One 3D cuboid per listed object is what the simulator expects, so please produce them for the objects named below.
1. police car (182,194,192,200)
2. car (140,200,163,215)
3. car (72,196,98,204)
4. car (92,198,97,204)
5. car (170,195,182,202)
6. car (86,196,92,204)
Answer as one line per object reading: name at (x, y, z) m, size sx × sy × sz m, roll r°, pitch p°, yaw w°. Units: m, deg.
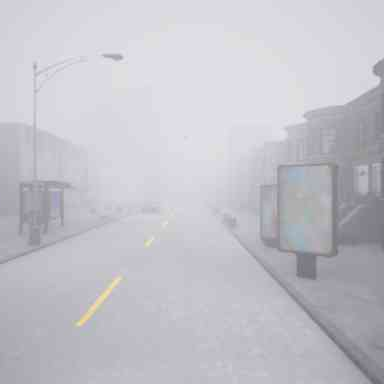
police car at (-1.981, 1.438, 95.678) m, size 1.930 × 1.638 × 5.238 m, roll 0°, pitch 0°, yaw -37°
car at (-4.092, 1.551, 34.537) m, size 2.033 × 1.411 × 5.357 m, roll 0°, pitch 0°, yaw 0°
car at (-19.468, 1.423, 60.619) m, size 4.193 × 1.474 × 1.816 m, roll 0°, pitch 0°, yaw 10°
car at (-19.323, 1.354, 57.668) m, size 4.611 × 1.667 × 2.242 m, roll 0°, pitch 0°, yaw 10°
car at (-4.059, 1.586, 76.609) m, size 2.128 × 1.511 × 4.902 m, roll 0°, pitch 0°, yaw 0°
car at (-19.089, 1.249, 54.567) m, size 3.866 × 1.878 × 1.905 m, roll 0°, pitch 0°, yaw 10°
